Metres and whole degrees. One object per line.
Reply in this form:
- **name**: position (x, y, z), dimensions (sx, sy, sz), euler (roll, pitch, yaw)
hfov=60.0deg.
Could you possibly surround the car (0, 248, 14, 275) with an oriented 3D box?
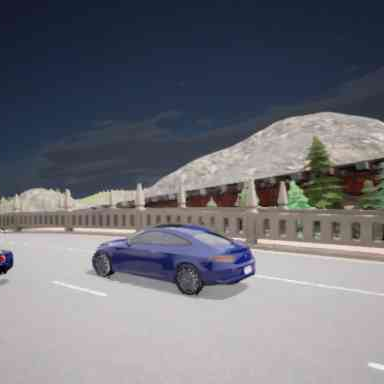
- **car**: position (-6.825, 1.711, 8.884), dimensions (4.718, 1.301, 1.895), euler (-1, -1, 36)

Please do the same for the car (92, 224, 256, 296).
- **car**: position (-0.625, 1.578, 8.748), dimensions (4.674, 1.442, 1.812), euler (-1, 0, 36)
